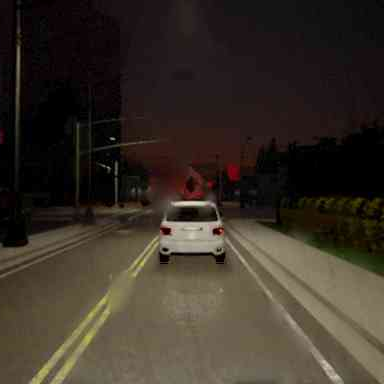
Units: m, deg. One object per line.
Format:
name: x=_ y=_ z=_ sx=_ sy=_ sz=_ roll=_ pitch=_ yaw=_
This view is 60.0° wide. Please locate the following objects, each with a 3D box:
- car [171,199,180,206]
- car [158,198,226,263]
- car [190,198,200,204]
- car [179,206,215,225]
car: x=-3.475 y=2.205 z=70.308 sx=1.812 sy=1.442 sz=4.674 roll=0 pitch=-1 yaw=0
car: x=0.012 y=1.348 z=12.578 sx=2.150 sy=2.045 sz=5.566 roll=0 pitch=0 yaw=0
car: x=0.779 y=2.339 z=90.319 sx=1.882 sy=1.535 sz=5.008 roll=0 pitch=-1 yaw=12
car: x=0.535 y=1.875 z=28.040 sx=1.895 sy=1.301 sz=4.718 roll=0 pitch=-1 yaw=15
